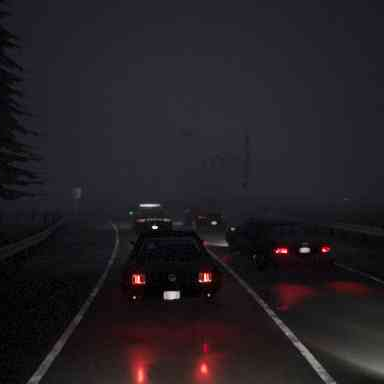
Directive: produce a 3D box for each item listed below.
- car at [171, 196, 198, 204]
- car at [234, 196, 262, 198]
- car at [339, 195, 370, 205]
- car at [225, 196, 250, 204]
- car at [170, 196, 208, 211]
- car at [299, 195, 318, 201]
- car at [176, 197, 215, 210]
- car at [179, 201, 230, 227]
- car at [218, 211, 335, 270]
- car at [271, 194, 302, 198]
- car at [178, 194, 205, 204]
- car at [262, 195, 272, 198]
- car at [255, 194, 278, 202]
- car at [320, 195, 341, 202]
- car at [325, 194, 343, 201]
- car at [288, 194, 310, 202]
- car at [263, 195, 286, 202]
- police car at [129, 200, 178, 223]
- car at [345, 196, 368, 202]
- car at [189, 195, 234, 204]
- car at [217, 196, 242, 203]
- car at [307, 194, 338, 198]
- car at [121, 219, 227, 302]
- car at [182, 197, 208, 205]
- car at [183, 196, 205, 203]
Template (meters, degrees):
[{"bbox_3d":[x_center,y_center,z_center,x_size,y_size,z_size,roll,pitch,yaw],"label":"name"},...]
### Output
[{"bbox_3d":[-1.568,1.482,65.785,4.902,1.511,2.128,0,0,-20],"label":"car"},{"bbox_3d":[10.156,1.496,62.716,4.892,1.490,1.837,0,0,-20],"label":"car"},{"bbox_3d":[28.931,1.483,58.399,4.902,1.511,2.128,0,0,-21],"label":"car"},{"bbox_3d":[8.989,1.516,65.987,4.674,1.442,1.812,0,0,-20],"label":"car"},{"bbox_3d":[-1.177,1.502,35.838,4.892,1.490,1.837,0,0,-21],"label":"car"},{"bbox_3d":[28.425,1.541,81.220,4.181,1.385,1.994,0,0,-27],"label":"car"},{"bbox_3d":[0.480,1.501,43.938,4.892,1.490,1.837,-1,0,-21],"label":"car"},{"bbox_3d":[0.682,1.523,20.447,1.812,1.442,4.674,0,0,-13],"label":"car"},{"bbox_3d":[2.545,1.546,11.040,2.033,1.411,5.357,0,0,-8],"label":"car"},{"bbox_3d":[18.684,1.516,65.857,4.674,1.442,1.812,0,0,-20],"label":"car"},{"bbox_3d":[-0.045,1.343,62.644,4.553,1.767,2.097,0,0,-22],"label":"car"},{"bbox_3d":[17.820,1.530,69.249,5.357,1.411,2.033,0,0,-21],"label":"car"},{"bbox_3d":[16.237,1.345,72.394,4.553,1.767,2.097,0,0,-21],"label":"car"},{"bbox_3d":[33.416,1.513,80.016,4.902,1.511,2.128,0,0,-31],"label":"car"},{"bbox_3d":[37.024,1.312,86.764,4.553,1.767,2.097,0,0,-35],"label":"car"},{"bbox_3d":[24.295,1.344,75.471,4.553,1.767,2.097,0,0,-21],"label":"car"},{"bbox_3d":[19.158,1.489,77.230,4.892,1.490,1.837,0,0,-21],"label":"car"},{"bbox_3d":[-2.263,1.422,17.755,1.930,1.638,5.238,0,0,-13],"label":"police car"},{"bbox_3d":[36.442,1.529,73.661,5.357,1.411,2.033,0,0,-31],"label":"car"},{"bbox_3d":[2.332,1.346,40.894,4.553,1.767,2.097,0,0,-21],"label":"car"},{"bbox_3d":[7.813,1.514,69.230,4.674,1.442,1.812,0,0,-21],"label":"car"},{"bbox_3d":[27.134,1.468,69.058,5.008,1.535,1.882,0,0,-21],"label":"car"},{"bbox_3d":[-0.599,1.600,8.287,1.895,1.301,4.718,0,0,-6],"label":"car"},{"bbox_3d":[0.511,1.555,59.114,4.181,1.385,1.994,0,0,-21],"label":"car"},{"bbox_3d":[0.348,1.542,70.165,4.181,1.385,1.994,0,0,-21],"label":"car"}]
